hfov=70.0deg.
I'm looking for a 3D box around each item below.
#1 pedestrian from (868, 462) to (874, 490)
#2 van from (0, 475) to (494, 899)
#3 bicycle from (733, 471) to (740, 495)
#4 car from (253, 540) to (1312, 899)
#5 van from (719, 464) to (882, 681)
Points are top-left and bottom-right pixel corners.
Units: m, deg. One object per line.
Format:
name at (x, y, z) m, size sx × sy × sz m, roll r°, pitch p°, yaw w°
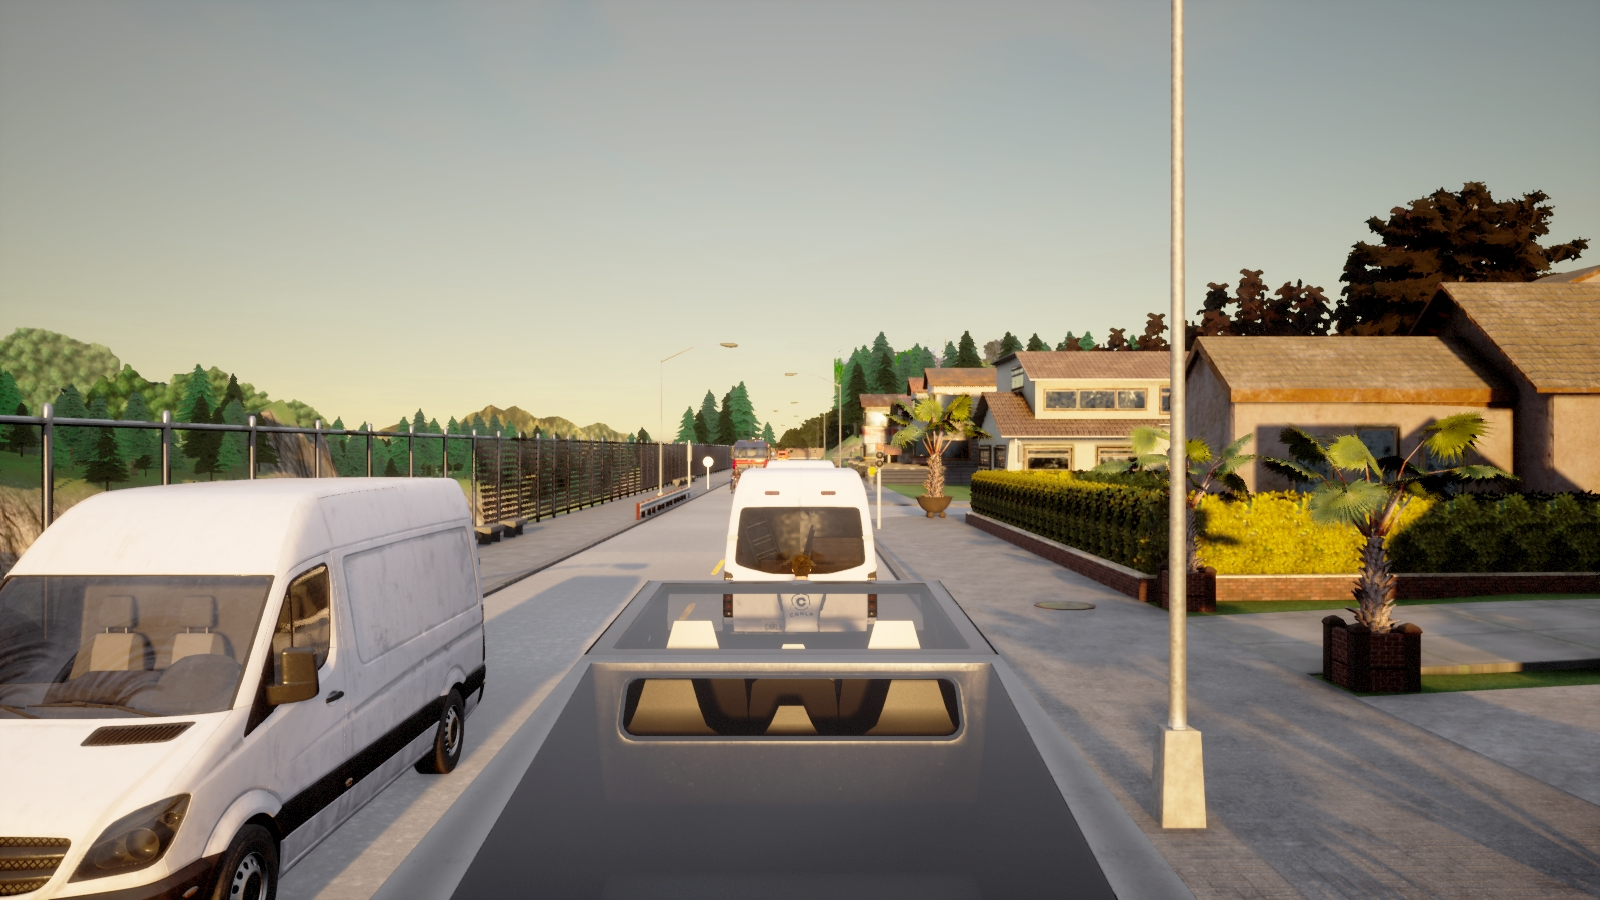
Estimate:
pedestrian at (4.681, 1.715, 75.307) m, size 0.375 × 1.860 × 0.375 m, roll 0°, pitch 0°, yaw -8°
van at (-3.993, 1.531, 8.228) m, size 1.988 × 2.561 × 5.915 m, roll 0°, pitch 0°, yaw 0°
bicycle at (-3.968, 2.032, 71.211) m, size 0.329 × 1.471 × 1.835 m, roll 0°, pitch 0°, yaw 0°
car at (-0.034, 1.751, 5.716) m, size 2.390 × 2.098 × 6.274 m, roll 0°, pitch 0°, yaw 0°
van at (0.009, 1.528, 16.844) m, size 1.988 × 2.561 × 5.915 m, roll 0°, pitch 0°, yaw 0°
